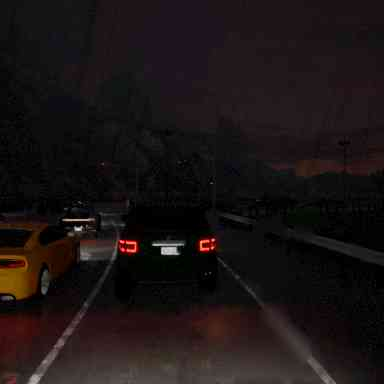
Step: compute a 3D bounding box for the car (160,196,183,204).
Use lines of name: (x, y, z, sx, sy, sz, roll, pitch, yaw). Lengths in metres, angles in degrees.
car: (-4.006, 1.564, 65.143, 4.181, 1.385, 1.994, 0, 0, -20)

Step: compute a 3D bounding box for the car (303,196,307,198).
car: (24.270, 1.553, 68.017, 4.181, 1.385, 1.994, 0, 0, -20)

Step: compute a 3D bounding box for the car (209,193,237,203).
car: (6.749, 1.225, 72.723, 5.566, 2.045, 2.150, 0, 0, -20)

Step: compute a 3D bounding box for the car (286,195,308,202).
car: (25.289, 1.478, 79.975, 5.008, 1.535, 1.882, 0, 0, -27)

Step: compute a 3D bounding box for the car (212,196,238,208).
car: (2.556, 1.547, 41.260, 5.357, 1.411, 2.033, 0, 0, -20)

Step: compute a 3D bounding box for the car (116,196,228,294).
car: (-0.759, 1.221, 9.034, 2.150, 2.045, 5.566, 0, 0, -7)

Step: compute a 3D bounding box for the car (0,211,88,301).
car: (-4.166, 1.478, 8.305, 1.882, 1.535, 5.008, 0, 0, -6)

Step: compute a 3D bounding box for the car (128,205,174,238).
car: (-2.512, 1.547, 19.073, 2.033, 1.411, 5.357, 0, 0, -13)

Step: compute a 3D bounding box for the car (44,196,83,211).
car: (-16.120, 1.357, 41.872, 4.553, 1.767, 2.097, 0, 0, -20)

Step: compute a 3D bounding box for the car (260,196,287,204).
car: (15.877, 1.478, 64.936, 5.008, 1.535, 1.882, 0, 0, -20)

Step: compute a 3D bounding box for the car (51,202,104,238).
car: (-5.773, 1.492, 17.548, 2.128, 1.511, 4.902, 0, 0, -14)

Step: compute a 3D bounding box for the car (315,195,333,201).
car: (33.863, 1.452, 85.344, 5.008, 1.535, 1.882, 0, 0, -34)

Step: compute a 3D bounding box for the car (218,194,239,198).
car: (7.628, 1.564, 61.958, 4.181, 1.385, 1.994, 0, 0, -20)

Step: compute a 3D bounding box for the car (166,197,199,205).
car: (-1.685, 1.547, 58.556, 5.357, 1.411, 2.033, 0, 0, -20)

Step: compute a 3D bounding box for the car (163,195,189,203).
car: (-3.306, 1.478, 69.043, 5.008, 1.535, 1.882, 0, 0, -20)

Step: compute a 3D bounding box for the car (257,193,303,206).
car: (12.944, 1.223, 48.794, 5.566, 2.045, 2.150, 0, 0, -20)

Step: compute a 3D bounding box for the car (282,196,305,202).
car: (22.896, 1.595, 74.997, 4.718, 1.301, 1.895, 0, 0, -23)

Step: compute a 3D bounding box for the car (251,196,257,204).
car: (12.343, 1.492, 52.301, 4.902, 1.511, 2.128, 0, 0, -20)

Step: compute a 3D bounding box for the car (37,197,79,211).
car: (-12.265, 1.511, 32.101, 4.892, 1.490, 1.837, 0, 0, -20)

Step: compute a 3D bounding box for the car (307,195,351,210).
car: (17.909, 1.492, 43.158, 4.902, 1.511, 2.128, 0, 0, -20)

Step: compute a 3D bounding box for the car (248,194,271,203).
car: (14.634, 1.355, 71.886, 4.553, 1.767, 2.097, 0, 0, -20)

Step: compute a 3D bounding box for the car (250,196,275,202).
car: (16.158, 1.540, 76.175, 5.357, 1.411, 2.033, 0, 0, -20)

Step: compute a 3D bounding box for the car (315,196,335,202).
car: (31.946, 1.595, 79.762, 4.718, 1.301, 1.895, 0, 0, -30)

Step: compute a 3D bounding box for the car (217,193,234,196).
car: (5.873, 1.547, 68.687, 5.357, 1.411, 2.033, 0, 0, -20)

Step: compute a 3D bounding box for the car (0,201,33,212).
car: (-20.174, 1.605, 36.658, 4.718, 1.301, 1.895, 0, 0, -20)
